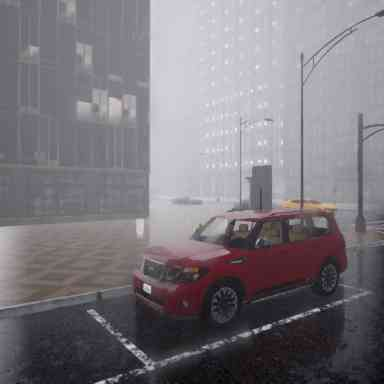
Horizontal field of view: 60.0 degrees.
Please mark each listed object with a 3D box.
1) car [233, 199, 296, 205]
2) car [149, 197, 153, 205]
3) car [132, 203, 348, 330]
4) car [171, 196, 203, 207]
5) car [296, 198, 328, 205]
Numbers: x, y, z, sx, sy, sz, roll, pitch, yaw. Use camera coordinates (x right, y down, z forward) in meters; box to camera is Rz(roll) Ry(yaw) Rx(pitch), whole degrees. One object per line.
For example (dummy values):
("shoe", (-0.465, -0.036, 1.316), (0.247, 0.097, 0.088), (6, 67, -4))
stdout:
("car", (5.809, 1.302, 28.603), (2.033, 1.411, 5.357), (0, 1, -37))
("car", (-7.274, 0.974, 46.300), (2.128, 1.511, 4.902), (0, 1, -36))
("car", (1.290, 1.315, 7.095), (5.009, 1.841, 2.192), (0, 0, -35))
("car", (-0.638, 1.174, 42.770), (1.895, 1.301, 4.718), (0, 1, -36))
("car", (9.947, 1.271, 28.476), (1.882, 1.535, 5.008), (0, 1, -37))
